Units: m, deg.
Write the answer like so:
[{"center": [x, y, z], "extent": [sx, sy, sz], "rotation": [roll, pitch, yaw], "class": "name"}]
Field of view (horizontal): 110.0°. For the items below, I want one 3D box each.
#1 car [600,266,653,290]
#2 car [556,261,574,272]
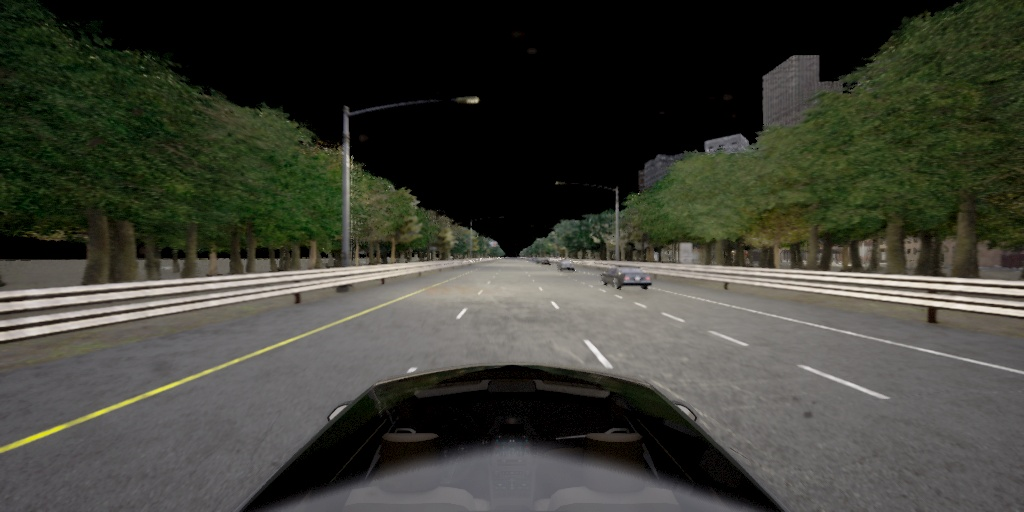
[{"center": [7.007, 1.304, 22.496], "extent": [2.033, 1.411, 5.357], "rotation": [0, 0, 0], "class": "car"}, {"center": [7.017, 1.314, 47.454], "extent": [2.033, 1.411, 5.357], "rotation": [0, 0, 0], "class": "car"}]
